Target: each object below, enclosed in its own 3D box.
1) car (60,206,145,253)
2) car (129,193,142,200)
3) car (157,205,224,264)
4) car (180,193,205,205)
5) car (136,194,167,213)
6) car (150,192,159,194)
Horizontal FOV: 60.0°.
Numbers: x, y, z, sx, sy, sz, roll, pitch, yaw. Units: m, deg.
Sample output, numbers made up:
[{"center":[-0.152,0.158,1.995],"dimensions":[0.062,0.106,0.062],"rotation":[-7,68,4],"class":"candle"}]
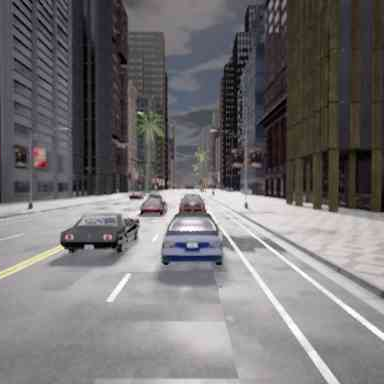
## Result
[{"center":[-3.208,1.418,12.669],"dimensions":[1.895,1.301,4.718],"rotation":[0,1,0],"class":"car"},{"center":[-9.797,0.766,58.448],"dimensions":[1.895,1.301,4.718],"rotation":[0,1,1],"class":"car"},{"center":[0.029,1.387,11.113],"dimensions":[2.033,1.411,5.357],"rotation":[0,1,1],"class":"car"},{"center":[0.047,0.947,28.200],"dimensions":[2.097,1.767,4.553],"rotation":[0,1,1],"class":"car"},{"center":[-3.201,1.157,28.448],"dimensions":[1.994,1.385,4.181],"rotation":[0,1,1],"class":"car"},{"center":[-6.542,0.712,58.453],"dimensions":[2.033,1.411,5.357],"rotation":[0,1,1],"class":"car"}]
